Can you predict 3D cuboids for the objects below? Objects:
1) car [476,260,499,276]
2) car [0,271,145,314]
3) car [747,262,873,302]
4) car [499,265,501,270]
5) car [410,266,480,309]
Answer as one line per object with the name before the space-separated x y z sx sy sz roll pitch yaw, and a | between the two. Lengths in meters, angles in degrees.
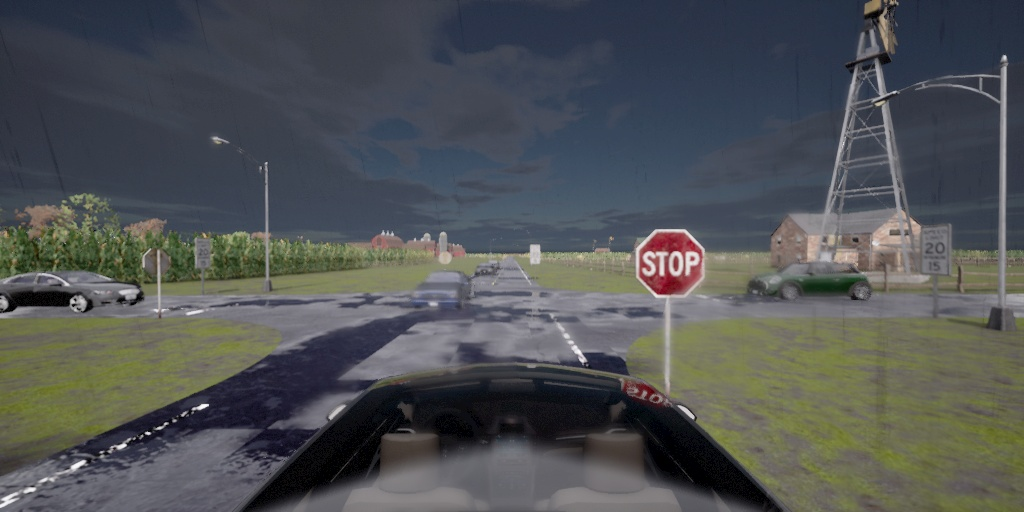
car | -2.766 1.390 37.720 1.994 1.385 4.181 0 0 0
car | -17.279 1.346 13.960 4.902 1.511 2.128 0 1 0
car | 13.420 1.066 16.409 4.553 1.767 2.097 0 1 2
car | -2.773 1.363 52.978 1.812 1.442 4.674 0 0 0
car | -2.756 1.329 15.328 2.033 1.411 5.357 0 0 0
